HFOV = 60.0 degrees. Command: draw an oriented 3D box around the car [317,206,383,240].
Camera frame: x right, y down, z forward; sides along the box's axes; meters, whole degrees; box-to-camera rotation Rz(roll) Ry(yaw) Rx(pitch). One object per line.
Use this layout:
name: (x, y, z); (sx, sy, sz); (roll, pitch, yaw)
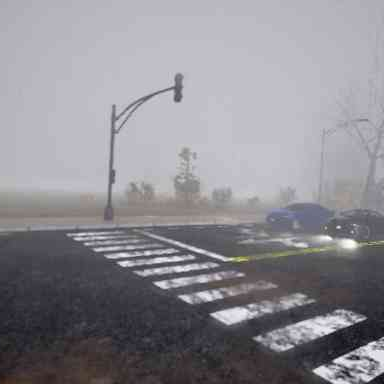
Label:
car: (8.969, 1.635, 17.760); (4.181, 1.385, 1.994); (2, 2, -35)

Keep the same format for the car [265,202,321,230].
car: (6.564, 1.368, 20.034); (5.008, 1.535, 1.882); (2, 2, -35)
